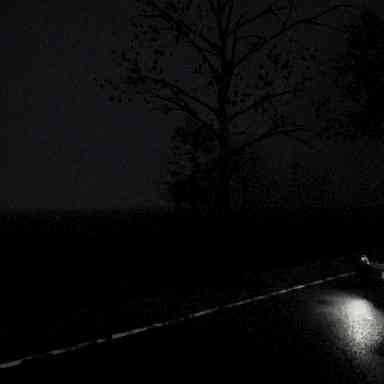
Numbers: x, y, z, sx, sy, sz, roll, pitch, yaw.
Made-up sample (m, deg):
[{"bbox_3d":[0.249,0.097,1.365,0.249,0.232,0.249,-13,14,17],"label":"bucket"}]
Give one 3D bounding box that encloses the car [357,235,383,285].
[{"bbox_3d":[6.046,1.527,8.360,4.674,1.442,1.812,0,0,-36],"label":"car"}]
